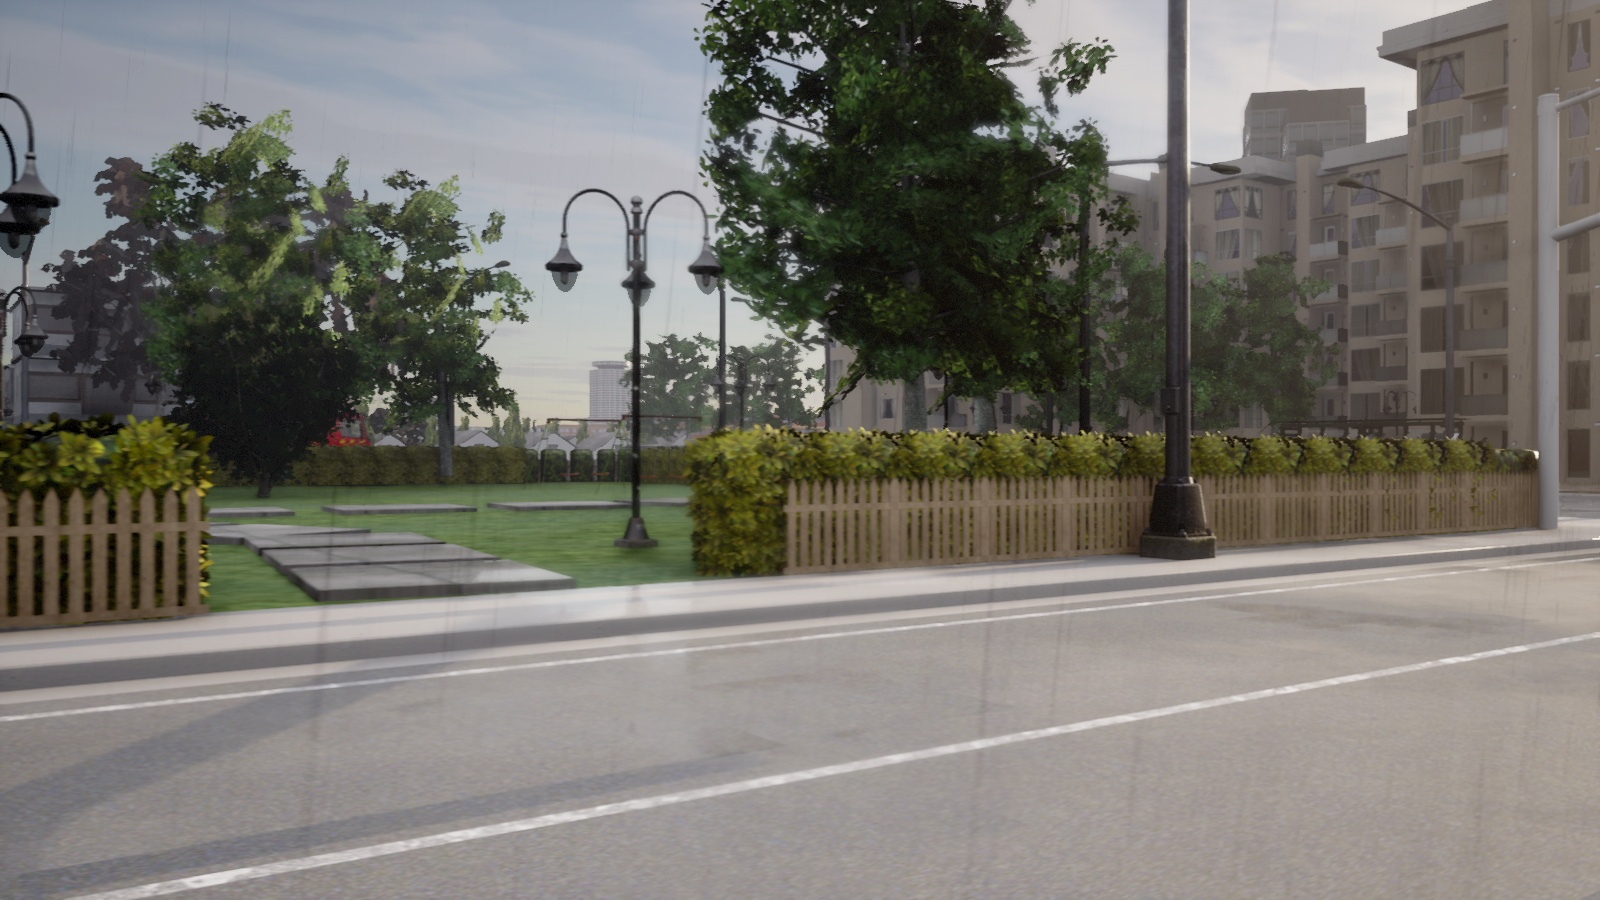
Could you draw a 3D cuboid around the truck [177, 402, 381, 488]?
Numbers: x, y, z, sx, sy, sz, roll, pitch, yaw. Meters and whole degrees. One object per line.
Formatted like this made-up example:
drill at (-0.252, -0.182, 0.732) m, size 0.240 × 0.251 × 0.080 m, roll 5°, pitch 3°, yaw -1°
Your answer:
truck at (-24.395, -0.220, 59.029) m, size 8.468 × 3.827 × 2.891 m, roll 0°, pitch 0°, yaw -35°
